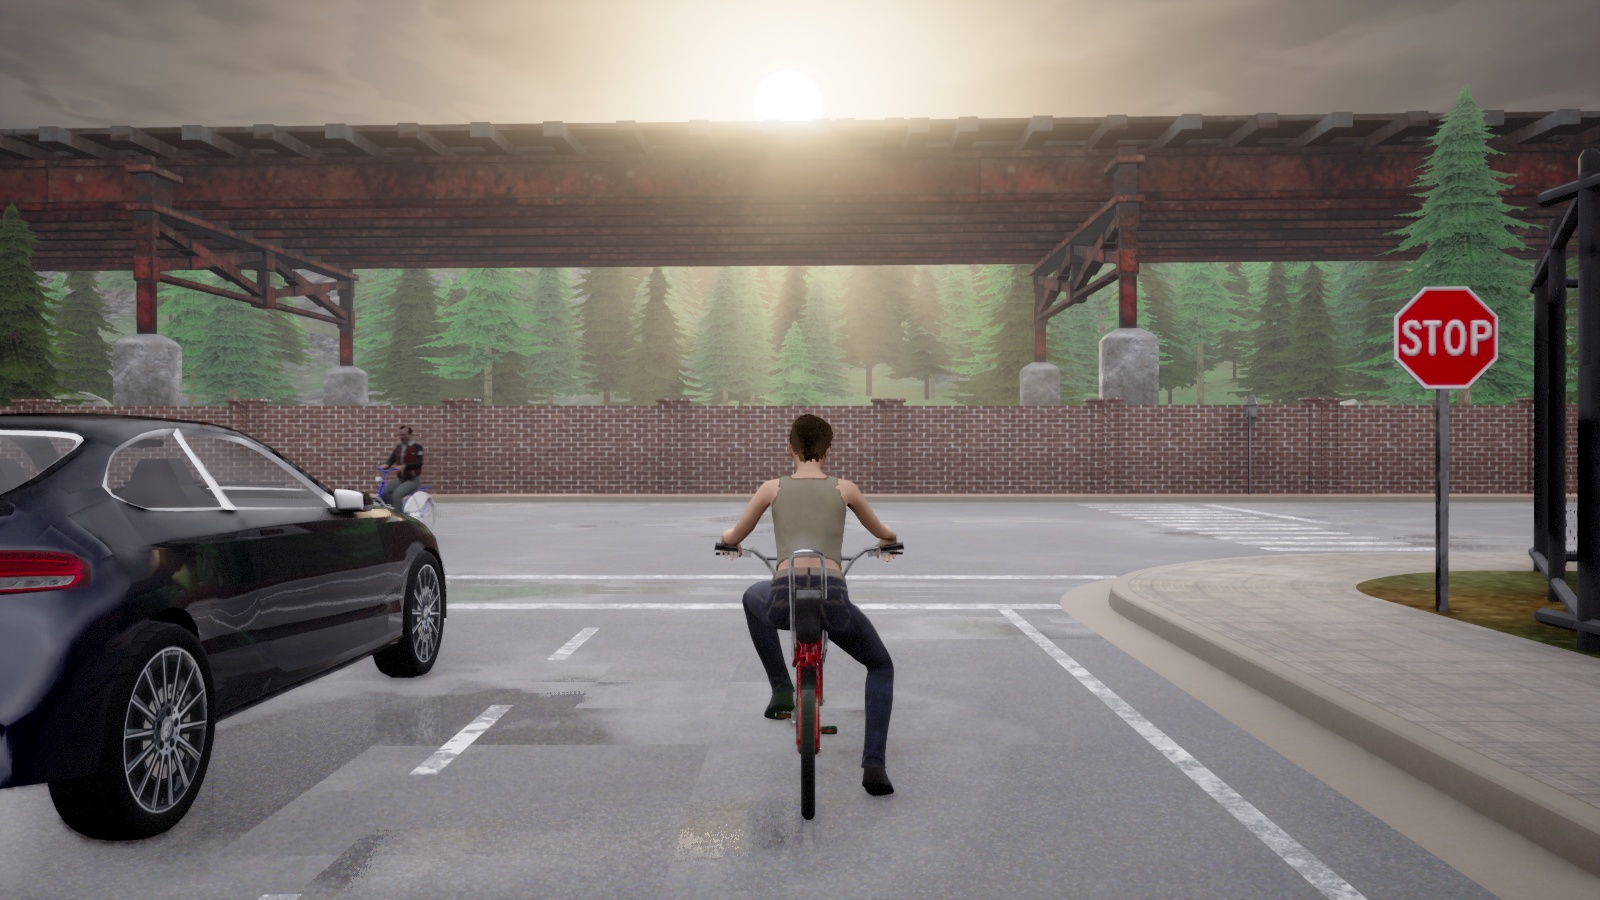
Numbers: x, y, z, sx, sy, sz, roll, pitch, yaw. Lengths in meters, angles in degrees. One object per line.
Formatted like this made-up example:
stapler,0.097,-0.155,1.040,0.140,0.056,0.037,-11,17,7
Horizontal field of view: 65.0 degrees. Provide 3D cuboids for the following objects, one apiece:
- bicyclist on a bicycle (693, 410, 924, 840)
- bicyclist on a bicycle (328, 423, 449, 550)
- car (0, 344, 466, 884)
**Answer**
bicyclist on a bicycle,0.039,0.652,5.464,0.866,1.612,1.509,0,0,1
bicyclist on a bicycle,-6.073,0.507,18.655,0.659,1.776,1.843,2,1,21
car,-3.448,0.486,6.353,2.152,1.651,5.027,0,0,0
